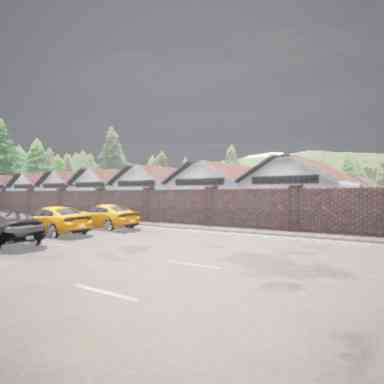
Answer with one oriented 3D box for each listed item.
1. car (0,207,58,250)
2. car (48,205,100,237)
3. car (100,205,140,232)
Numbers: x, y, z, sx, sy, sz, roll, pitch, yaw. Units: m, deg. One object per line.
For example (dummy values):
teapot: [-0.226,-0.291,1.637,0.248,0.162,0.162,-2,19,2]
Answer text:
car: [-8.187,1.547,14.134,4.902,1.511,2.128,0,0,35]
car: [-7.489,1.539,17.927,5.008,1.535,1.882,0,0,35]
car: [-5.474,1.538,20.789,5.008,1.535,1.882,0,0,35]
